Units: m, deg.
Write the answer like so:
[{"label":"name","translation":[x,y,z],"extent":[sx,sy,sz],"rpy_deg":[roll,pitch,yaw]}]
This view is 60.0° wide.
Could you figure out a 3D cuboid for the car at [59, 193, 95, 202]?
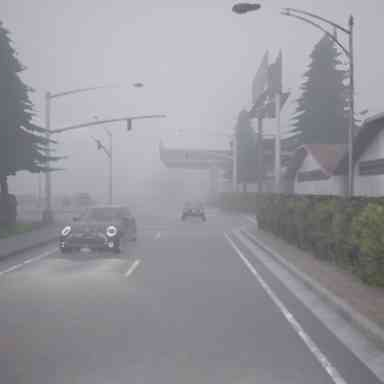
[{"label":"car","translation":[-16.783,1.025,48.468],"extent":[3.866,1.878,1.905],"rpy_deg":[0,0,-1]}]

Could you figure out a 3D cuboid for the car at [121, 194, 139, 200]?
[{"label":"car","translation":[-16.523,1.245,89.190],"extent":[4.514,1.523,2.007],"rpy_deg":[0,0,-1]}]

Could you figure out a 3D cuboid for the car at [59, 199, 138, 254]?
[{"label":"car","translation":[-3.538,1.338,13.348],"extent":[2.097,1.767,4.553],"rpy_deg":[0,0,1]}]

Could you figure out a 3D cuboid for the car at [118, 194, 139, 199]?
[{"label":"car","translation":[-16.451,1.239,86.053],"extent":[5.027,1.636,2.152],"rpy_deg":[0,0,-1]}]

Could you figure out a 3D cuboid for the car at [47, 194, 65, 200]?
[{"label":"car","translation":[-35.118,1.292,86.087],"extent":[3.806,1.475,1.970],"rpy_deg":[0,0,-1]}]

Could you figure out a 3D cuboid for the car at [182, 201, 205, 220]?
[{"label":"car","translation":[0.127,1.456,27.402],"extent":[2.033,1.411,5.357],"rpy_deg":[1,0,0]}]

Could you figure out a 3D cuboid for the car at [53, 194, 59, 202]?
[{"label":"car","translation":[-24.035,1.230,64.168],"extent":[4.514,1.523,2.007],"rpy_deg":[0,0,-1]}]

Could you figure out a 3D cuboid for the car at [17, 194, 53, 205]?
[{"label":"car","translation":[-24.670,1.042,51.707],"extent":[4.605,1.855,1.932],"rpy_deg":[0,0,-1]}]

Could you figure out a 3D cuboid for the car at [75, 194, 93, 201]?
[{"label":"car","translation":[-24.053,1.241,74.161],"extent":[3.633,1.501,1.845],"rpy_deg":[0,0,-1]}]
